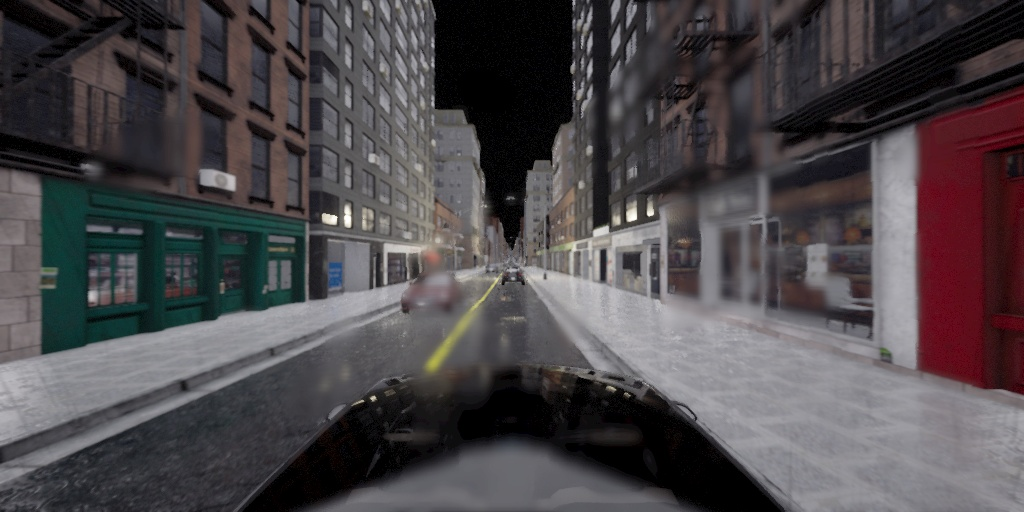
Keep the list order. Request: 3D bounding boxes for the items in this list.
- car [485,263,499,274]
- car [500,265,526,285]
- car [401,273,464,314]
[{"bbox_3d":[-3.083,1.908,55.392,2.128,1.511,4.902,0,-1,0],"label":"car"},{"bbox_3d":[0.093,1.636,30.433,1.812,1.442,4.674,0,-1,0],"label":"car"},{"bbox_3d":[-3.099,1.442,14.805,1.812,1.442,4.674,0,0,0],"label":"car"}]
